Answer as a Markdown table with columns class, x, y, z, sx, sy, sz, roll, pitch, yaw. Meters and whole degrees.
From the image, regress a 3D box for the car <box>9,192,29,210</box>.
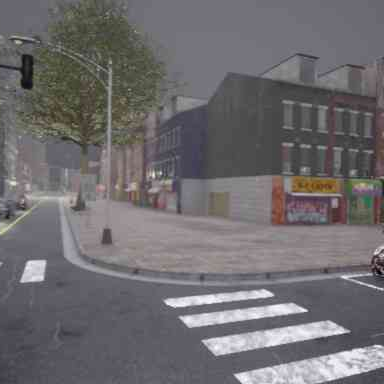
| class | x | y | z | sx | sy | sz | roll | pitch | yaw |
| --- | --- | --- | --- | --- | --- | --- | --- | --- | --- |
| car | -17.852 | 0.879 | 33.679 | 2.097 | 1.767 | 4.553 | 1 | 0 | -22 |

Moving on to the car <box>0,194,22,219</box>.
| class | x | y | z | sx | sy | sz | roll | pitch | yaw |
| --- | --- | --- | --- | --- | --- | --- | --- | --- | --- |
| car | -14.148 | 1.120 | 24.431 | 2.128 | 1.511 | 4.902 | 1 | 0 | -22 |

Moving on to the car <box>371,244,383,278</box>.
| class | x | y | z | sx | sy | sz | roll | pitch | yaw |
| --- | --- | --- | --- | --- | --- | --- | --- | --- | --- |
| car | 6.896 | 1.623 | 9.003 | 4.097 | 1.590 | 1.967 | 1 | 0 | -22 |
